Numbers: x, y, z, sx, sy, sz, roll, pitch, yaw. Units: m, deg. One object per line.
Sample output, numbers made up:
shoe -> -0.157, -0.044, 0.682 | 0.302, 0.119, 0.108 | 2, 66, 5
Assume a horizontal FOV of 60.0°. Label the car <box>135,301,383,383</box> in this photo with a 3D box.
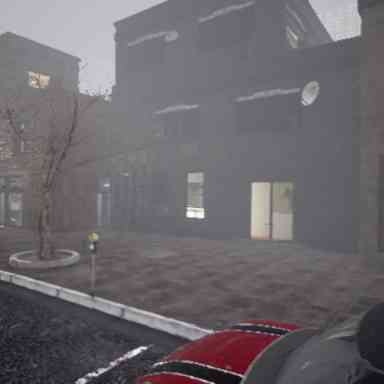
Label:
car -> 1.351, 1.442, 1.890 | 4.097, 1.590, 1.967 | 0, 1, 36
